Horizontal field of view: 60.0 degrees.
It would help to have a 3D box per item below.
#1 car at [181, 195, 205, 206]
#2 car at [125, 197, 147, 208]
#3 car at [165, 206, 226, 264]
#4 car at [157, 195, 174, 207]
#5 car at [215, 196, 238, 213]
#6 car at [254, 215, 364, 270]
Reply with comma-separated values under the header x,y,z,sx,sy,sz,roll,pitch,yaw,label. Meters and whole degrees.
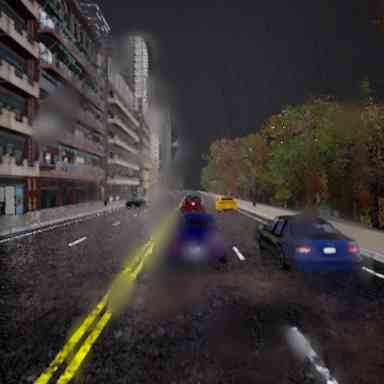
x,y,z,sx,sy,sz,roll,pitch,yaw,label
0.091,1.066,31.239,2.097,1.767,4.553,0,1,0,car
-6.605,1.240,39.572,1.895,1.301,4.718,0,1,0,car
0.111,1.419,11.338,1.812,1.442,4.674,0,1,0,car
-3.349,1.103,42.695,2.128,1.511,4.902,0,1,0,car
3.340,1.175,33.043,1.882,1.535,5.008,0,1,0,car
3.348,1.448,10.601,2.033,1.411,5.357,0,1,0,car
